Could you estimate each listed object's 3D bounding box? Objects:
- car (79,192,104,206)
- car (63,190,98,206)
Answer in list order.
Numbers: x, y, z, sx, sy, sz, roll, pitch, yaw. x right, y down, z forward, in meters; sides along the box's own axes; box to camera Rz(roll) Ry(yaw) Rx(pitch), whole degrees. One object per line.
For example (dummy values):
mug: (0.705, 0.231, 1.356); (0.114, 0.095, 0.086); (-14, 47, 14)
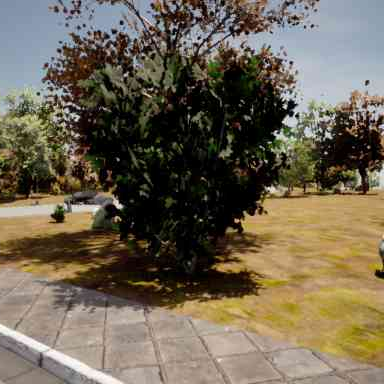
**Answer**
car: (-13.417, 1.200, 47.853); (1.994, 1.385, 4.181); (0, 2, 39)
car: (-16.418, 0.878, 49.714); (2.150, 2.045, 5.566); (0, 3, 39)
